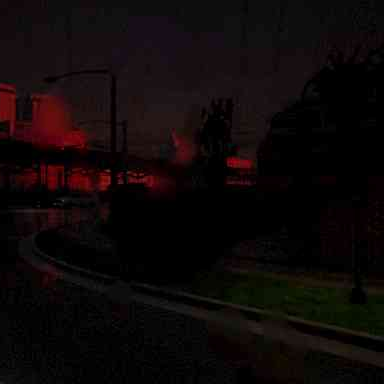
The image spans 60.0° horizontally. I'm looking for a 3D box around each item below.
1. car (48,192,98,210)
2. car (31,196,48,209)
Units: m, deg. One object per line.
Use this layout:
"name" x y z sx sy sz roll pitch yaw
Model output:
"car" -14.135 1.065 40.642 2.150 2.045 5.566 0 1 37
"car" -17.673 1.214 41.760 2.097 1.767 4.553 0 1 37
